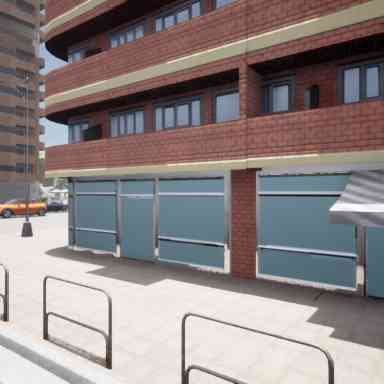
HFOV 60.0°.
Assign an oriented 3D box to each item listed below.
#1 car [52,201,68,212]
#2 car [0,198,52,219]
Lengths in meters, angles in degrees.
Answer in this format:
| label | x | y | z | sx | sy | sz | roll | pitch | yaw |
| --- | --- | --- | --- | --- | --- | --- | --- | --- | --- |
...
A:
| label | x | y | z | sx | sy | sz | roll | pitch | yaw |
| --- | --- | --- | --- | --- | --- | --- | --- | --- | --- |
| car | -15.362 | 1.601 | 35.776 | 1.895 | 1.301 | 4.718 | 0 | 0 | 36 |
| car | -15.468 | 1.352 | 29.690 | 2.097 | 1.767 | 4.553 | 0 | 0 | 36 |
